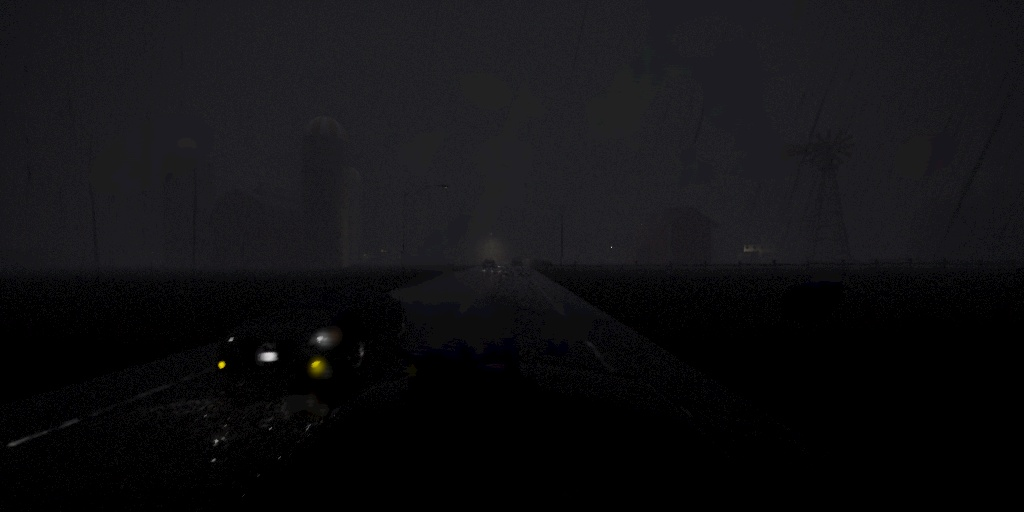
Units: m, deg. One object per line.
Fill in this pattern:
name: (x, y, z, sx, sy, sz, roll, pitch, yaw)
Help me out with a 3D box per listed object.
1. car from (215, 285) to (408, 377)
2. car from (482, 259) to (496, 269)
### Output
car: (-3.588, 1.298, 7.284, 1.994, 1.385, 4.181, 0, 0, 0)
car: (-3.488, 1.219, 55.220, 2.128, 1.511, 4.902, 0, 0, 1)
